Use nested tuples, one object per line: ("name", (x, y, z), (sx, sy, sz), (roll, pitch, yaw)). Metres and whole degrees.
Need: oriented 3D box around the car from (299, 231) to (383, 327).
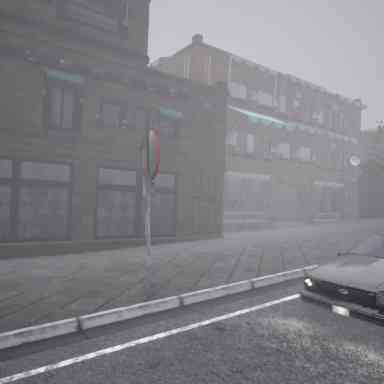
("car", (4.586, 1.537, 6.964), (5.357, 1.411, 2.033), (0, 0, -36))
